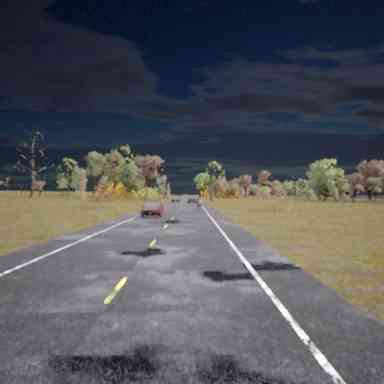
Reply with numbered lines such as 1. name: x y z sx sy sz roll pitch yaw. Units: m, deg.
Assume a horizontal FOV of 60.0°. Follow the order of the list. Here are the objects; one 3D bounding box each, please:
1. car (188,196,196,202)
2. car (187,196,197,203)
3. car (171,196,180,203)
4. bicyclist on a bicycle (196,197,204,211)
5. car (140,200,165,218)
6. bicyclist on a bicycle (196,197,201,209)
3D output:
1. car: -0.034 1.658 82.832 2.033 1.411 5.357 0 0 0
2. car: -0.029 1.724 72.348 1.812 1.442 4.674 0 0 0
3. car: -3.529 1.619 72.008 1.882 1.535 5.008 0 0 0
4. bicyclist on a bicycle: 0.947 1.549 39.425 0.866 1.612 1.509 0 -1 0
5. car: -3.609 1.567 31.144 1.882 1.535 5.008 0 0 0
6. bicyclist on a bicycle: 0.943 1.588 48.170 0.582 1.620 1.656 0 -1 0
